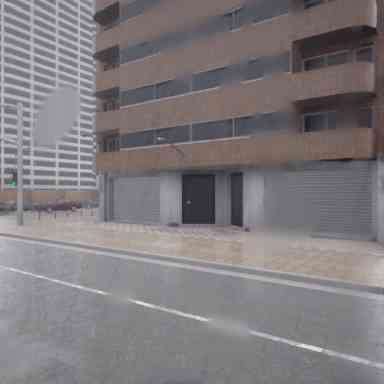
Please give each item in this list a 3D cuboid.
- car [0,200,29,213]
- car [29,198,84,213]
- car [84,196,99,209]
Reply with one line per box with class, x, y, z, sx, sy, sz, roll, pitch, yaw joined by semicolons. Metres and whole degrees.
car;-19.519;1.547;37.400;2.033;1.411;5.357;0;0;35
car;-15.148;1.478;37.560;1.882;1.535;5.008;0;0;35
car;-13.825;1.564;45.600;1.994;1.385;4.181;0;0;35
